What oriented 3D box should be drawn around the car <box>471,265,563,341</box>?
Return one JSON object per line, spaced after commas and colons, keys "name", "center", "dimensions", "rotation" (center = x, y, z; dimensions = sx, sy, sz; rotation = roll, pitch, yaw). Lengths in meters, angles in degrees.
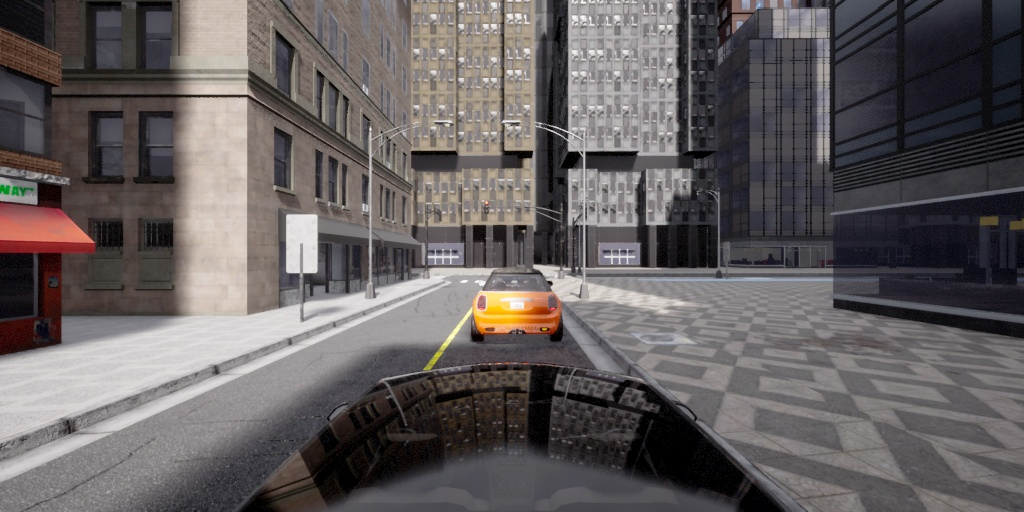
{"name": "car", "center": [0.106, 1.102, 10.003], "dimensions": [2.097, 1.767, 4.553], "rotation": [0, 0, 0]}
